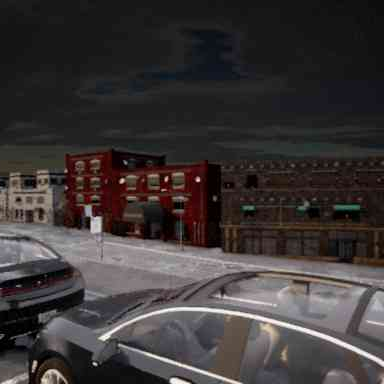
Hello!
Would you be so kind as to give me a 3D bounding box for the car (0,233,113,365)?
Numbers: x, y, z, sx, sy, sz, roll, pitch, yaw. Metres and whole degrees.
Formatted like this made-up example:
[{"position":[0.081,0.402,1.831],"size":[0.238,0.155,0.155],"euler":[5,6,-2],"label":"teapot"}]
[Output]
[{"position":[-4.005,1.492,6.097],"size":[4.892,1.521,2.231],"euler":[0,0,35],"label":"car"}]
